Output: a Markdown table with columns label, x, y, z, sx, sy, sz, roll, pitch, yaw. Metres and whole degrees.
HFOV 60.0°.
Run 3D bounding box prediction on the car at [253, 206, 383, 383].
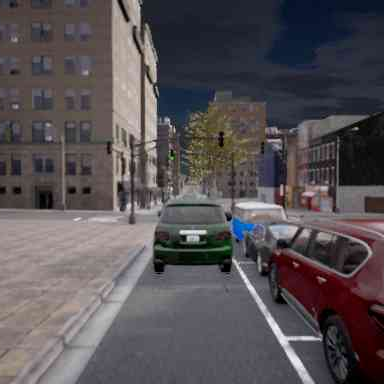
| label | x | y | z | sx | sy | sz | roll | pitch | yaw |
| --- | --- | --- | --- | --- | --- | --- | --- | --- | --- |
| car | 2.609 | 1.313 | 5.234 | 2.192 | 1.841 | 5.009 | -2 | 0 | 0 |

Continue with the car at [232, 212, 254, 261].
| label | x | y | z | sx | sy | sz | roll | pitch | yaw |
| --- | --- | --- | --- | --- | --- | --- | --- | --- | --- |
| car | 2.615 | 1.550 | 10.219 | 2.008 | 1.369 | 4.403 | -2 | 0 | 0 |

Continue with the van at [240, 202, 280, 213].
| label | x | y | z | sx | sy | sz | roll | pitch | yaw |
| --- | --- | --- | --- | --- | --- | --- | --- | --- | --- |
| van | 2.609 | 1.341 | 13.539 | 1.690 | 1.788 | 3.998 | -2 | 0 | 0 |

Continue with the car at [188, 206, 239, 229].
| label | x | y | z | sx | sy | sz | roll | pitch | yaw |
| --- | --- | --- | --- | --- | --- | --- | --- | --- | --- |
| car | 1.620 | 1.655 | 22.996 | 1.895 | 1.301 | 4.718 | -1 | -1 | 26 |

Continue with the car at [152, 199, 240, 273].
| label | x | y | z | sx | sy | sz | roll | pitch | yaw |
| --- | --- | --- | --- | --- | --- | --- | --- | --- | --- |
| car | 0.012 | 1.222 | 10.832 | 2.150 | 2.045 | 5.566 | 0 | 0 | 0 |
